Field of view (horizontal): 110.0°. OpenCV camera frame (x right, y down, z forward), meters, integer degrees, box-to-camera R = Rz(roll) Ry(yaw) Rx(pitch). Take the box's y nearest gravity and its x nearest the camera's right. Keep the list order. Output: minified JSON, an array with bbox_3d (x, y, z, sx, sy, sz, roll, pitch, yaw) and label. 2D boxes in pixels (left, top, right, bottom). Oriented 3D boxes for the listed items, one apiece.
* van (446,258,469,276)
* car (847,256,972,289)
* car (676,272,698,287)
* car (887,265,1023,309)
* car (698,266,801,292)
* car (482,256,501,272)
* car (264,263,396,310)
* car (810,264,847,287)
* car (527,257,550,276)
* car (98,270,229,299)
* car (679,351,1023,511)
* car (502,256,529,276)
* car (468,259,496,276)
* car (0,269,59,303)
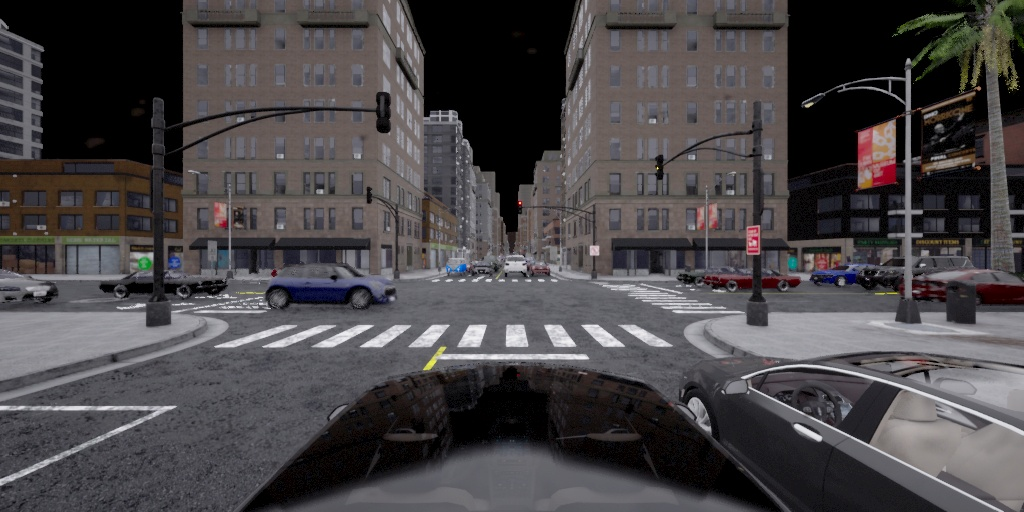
[{"bbox_3d":[-5.700,1.092,36.934,1.690,1.789,3.998,0,0,0],"label":"van"},{"bbox_3d":[23.611,1.007,21.022,5.566,2.045,2.150,0,0,0],"label":"car"},{"bbox_3d":[13.739,1.365,24.223,4.718,1.301,1.895,0,0,0],"label":"car"},{"bbox_3d":[18.558,1.263,14.297,5.008,1.535,1.882,0,0,0],"label":"car"},{"bbox_3d":[13.857,1.370,20.974,4.718,1.301,1.895,0,0,0],"label":"car"},{"bbox_3d":[-2.896,0.974,45.880,2.150,2.045,5.566,0,0,0],"label":"car"},{"bbox_3d":[-6.993,1.095,14.169,4.553,1.767,2.097,0,0,0],"label":"car"},{"bbox_3d":[23.058,1.258,24.268,5.008,1.535,1.882,0,0,0],"label":"car"},{"bbox_3d":[2.825,1.192,36.895,1.967,1.591,4.097,0,0,0],"label":"car"},{"bbox_3d":[-16.669,1.326,17.378,4.718,1.301,1.895,0,0,-1],"label":"car"},{"bbox_3d":[2.669,1.300,2.246,2.007,1.370,4.403,0,0,0],"label":"car"},{"bbox_3d":[0.309,0.973,37.488,2.150,2.045,5.566,0,0,-1],"label":"car"},{"bbox_3d":[-2.945,1.316,36.572,1.994,1.385,4.181,0,0,0],"label":"car"},{"bbox_3d":[-21.017,1.214,14.099,4.902,1.511,2.128,0,0,0],"label":"car"}]
